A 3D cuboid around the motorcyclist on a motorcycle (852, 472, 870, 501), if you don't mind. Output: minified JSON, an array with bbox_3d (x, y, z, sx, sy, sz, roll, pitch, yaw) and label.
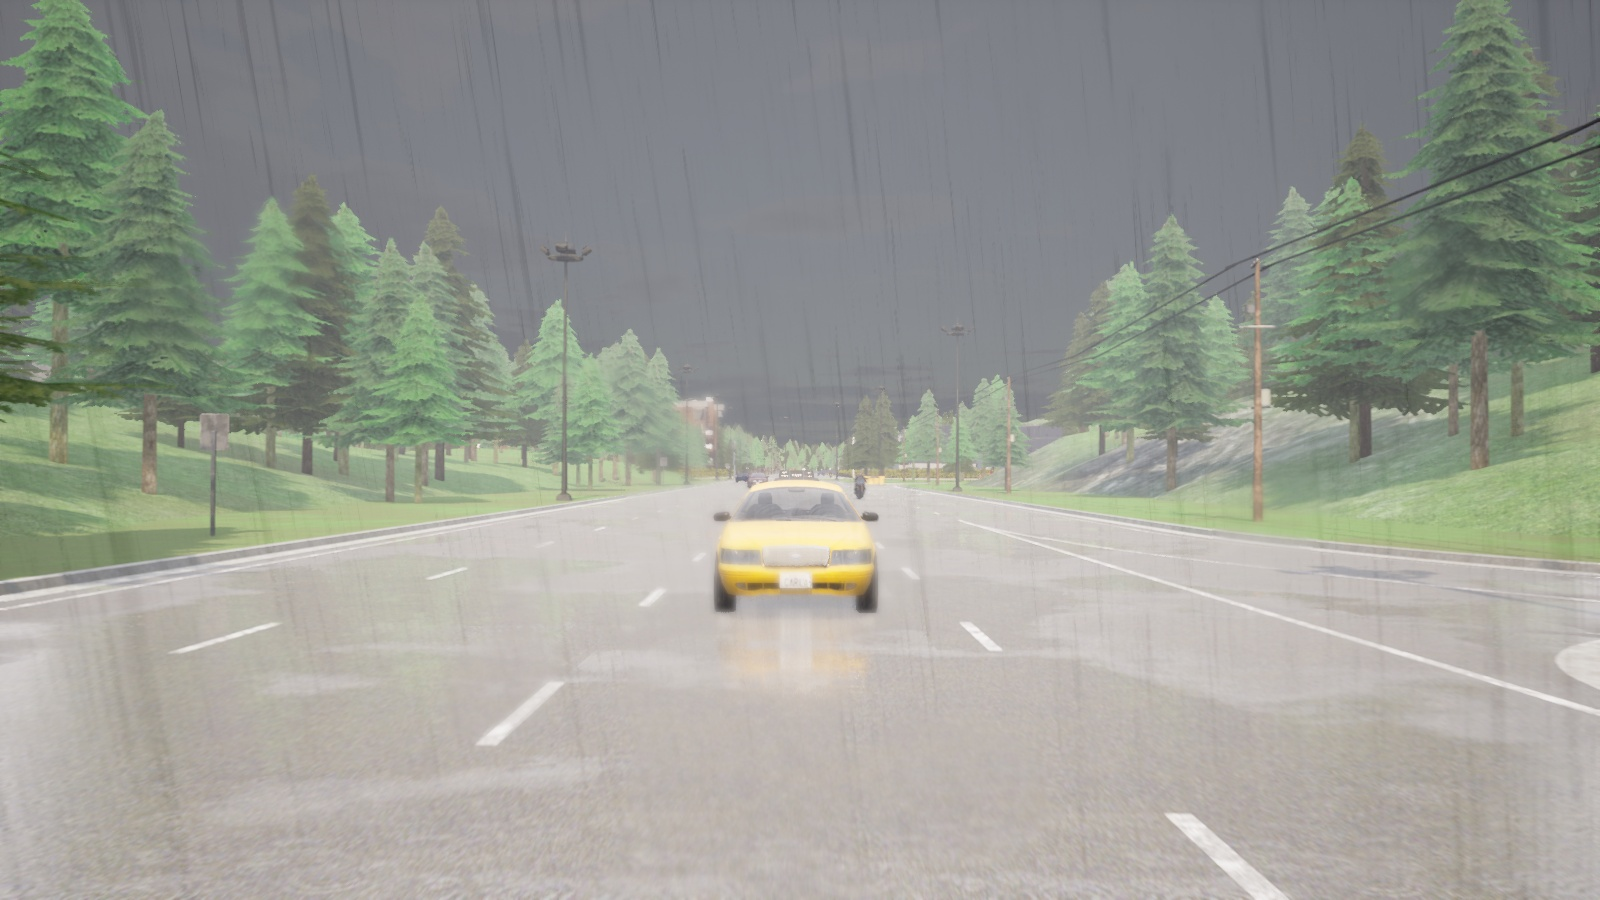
[{"bbox_3d":[3.333,1.994,69.159,0.866,1.530,2.191,0,-1,0],"label":"motorcyclist on a motorcycle"}]

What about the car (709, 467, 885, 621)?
[{"bbox_3d":[-0.038,1.015,15.619,1.801,1.575,5.366,0,-1,0],"label":"car"}]
